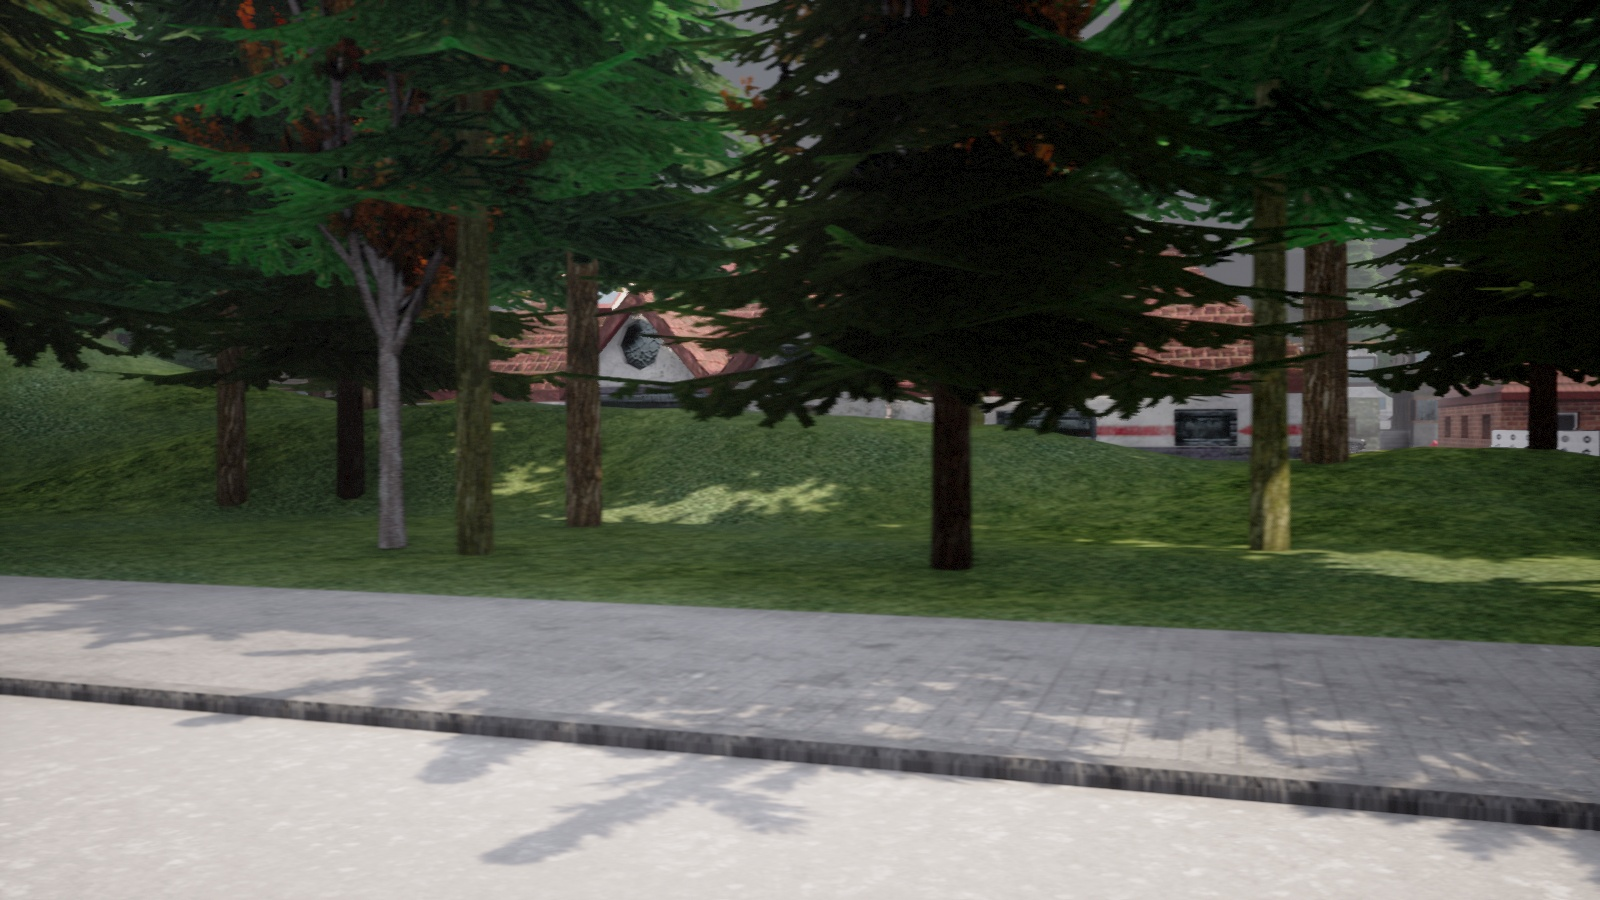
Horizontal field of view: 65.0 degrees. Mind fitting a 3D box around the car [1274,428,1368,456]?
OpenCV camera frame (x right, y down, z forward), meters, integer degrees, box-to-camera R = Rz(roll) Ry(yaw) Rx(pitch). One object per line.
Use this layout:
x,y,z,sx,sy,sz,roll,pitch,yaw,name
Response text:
31.321,-0.489,75.652,5.027,1.651,2.152,1,1,19,car
